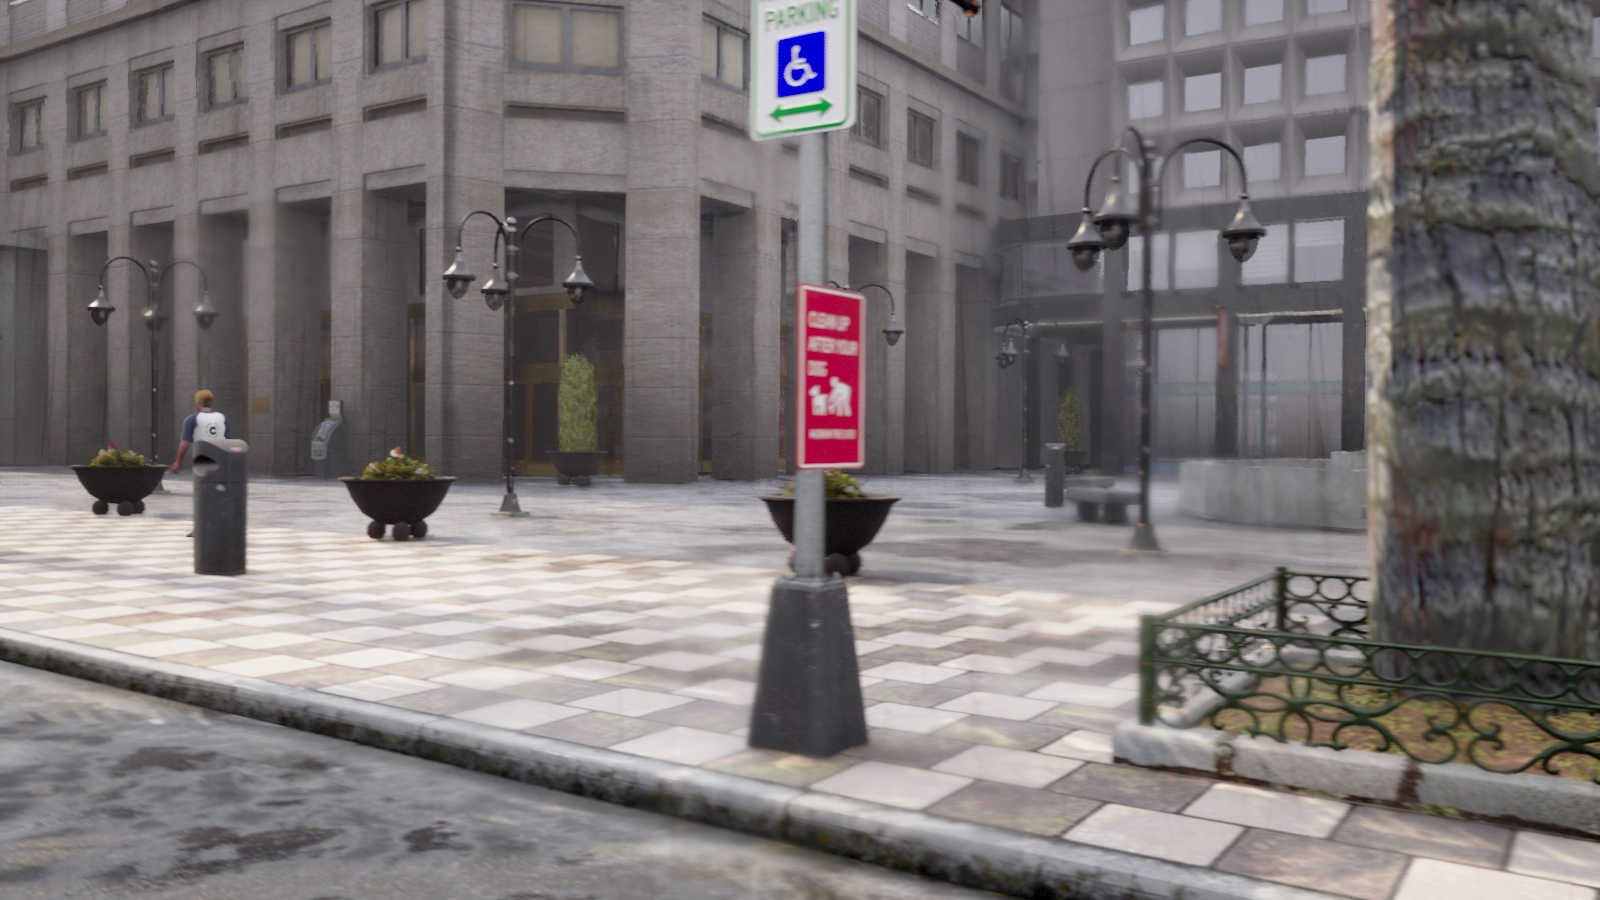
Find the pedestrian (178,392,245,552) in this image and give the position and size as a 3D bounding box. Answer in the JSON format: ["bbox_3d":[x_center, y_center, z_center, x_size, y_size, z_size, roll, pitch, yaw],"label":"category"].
[{"bbox_3d":[-6.883,0.248,14.690,0.706,1.836,0.354,0,1,32],"label":"pedestrian"}]
